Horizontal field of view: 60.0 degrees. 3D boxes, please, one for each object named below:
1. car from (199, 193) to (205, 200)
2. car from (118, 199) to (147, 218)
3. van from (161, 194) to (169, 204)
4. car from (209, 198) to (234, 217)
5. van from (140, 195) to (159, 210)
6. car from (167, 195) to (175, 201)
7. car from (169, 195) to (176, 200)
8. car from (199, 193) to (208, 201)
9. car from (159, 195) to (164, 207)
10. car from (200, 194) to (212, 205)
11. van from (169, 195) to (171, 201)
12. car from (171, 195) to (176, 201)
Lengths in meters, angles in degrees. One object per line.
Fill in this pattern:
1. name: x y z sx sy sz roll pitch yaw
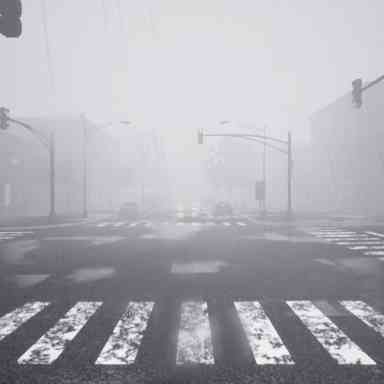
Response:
1. car: 2.984 1.550 74.752 1.947 1.339 4.313 -1 0 0
2. car: -5.572 1.577 30.416 1.802 1.307 4.206 0 0 0
3. van: -5.465 1.329 58.147 1.690 1.788 3.998 0 0 0
4. car: 2.808 1.520 30.552 1.752 1.417 4.829 -1 0 0
5. van: -5.530 1.333 41.508 1.690 1.788 3.998 0 0 0
6. car: -5.352 1.526 85.879 1.887 1.381 4.507 0 0 0
7. car: -5.331 1.562 91.424 1.802 1.307 4.206 0 0 0
8. car: 3.026 1.296 85.845 2.192 1.841 5.009 -1 0 0
9. car: -5.507 1.536 47.055 1.887 1.381 4.507 0 0 0
10. car: 2.918 1.539 58.114 2.008 1.369 4.403 -1 0 0
11. van: -5.442 1.328 63.693 1.690 1.788 3.998 0 0 0
12. car: -5.375 1.549 80.332 1.947 1.339 4.313 0 0 0
